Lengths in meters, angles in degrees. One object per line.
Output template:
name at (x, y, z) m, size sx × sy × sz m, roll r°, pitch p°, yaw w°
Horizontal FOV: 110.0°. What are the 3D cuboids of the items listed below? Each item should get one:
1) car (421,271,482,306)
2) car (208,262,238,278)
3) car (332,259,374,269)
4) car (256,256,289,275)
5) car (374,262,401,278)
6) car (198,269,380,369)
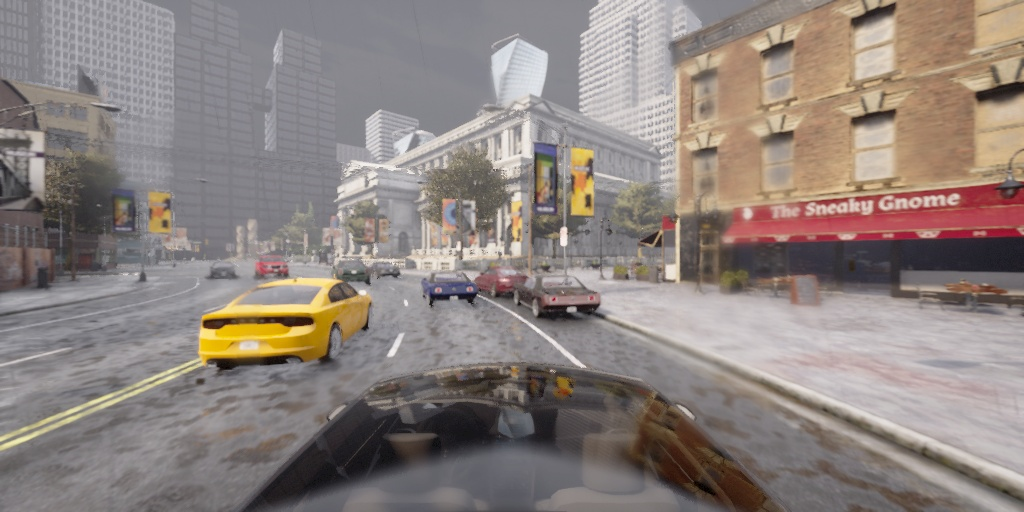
car at (-2.934, 1.324, 15.853) m, size 1.895 × 1.301 × 4.718 m, roll 0°, pitch 0°, yaw -19°
car at (-27.439, 1.324, 34.048) m, size 1.812 × 1.442 × 4.674 m, roll 0°, pitch 0°, yaw -41°
car at (-11.497, 1.080, 25.393) m, size 2.097 × 1.767 × 4.553 m, roll 0°, pitch 0°, yaw -31°
car at (-22.797, 0.968, 34.016) m, size 2.150 × 2.045 × 5.566 m, roll 0°, pitch 0°, yaw -41°
car at (-11.618, 1.259, 31.761) m, size 2.033 × 1.411 × 5.357 m, roll 0°, pitch 0°, yaw -39°
car at (-4.468, 1.227, 7.964) m, size 1.882 × 1.535 × 5.008 m, roll 0°, pitch 0°, yaw -10°
